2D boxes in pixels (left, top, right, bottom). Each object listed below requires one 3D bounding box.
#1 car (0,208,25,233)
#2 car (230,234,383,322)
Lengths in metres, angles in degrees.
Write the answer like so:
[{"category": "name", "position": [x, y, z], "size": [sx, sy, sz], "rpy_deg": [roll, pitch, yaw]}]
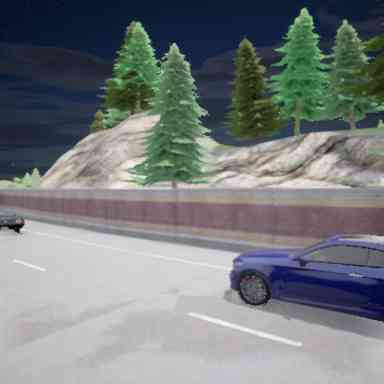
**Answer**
[{"category": "car", "position": [-10.879, 1.520, 18.095], "size": [4.718, 1.301, 1.895], "rpy_deg": [0, 0, 44]}, {"category": "car", "position": [2.963, 1.534, 6.295], "size": [4.674, 1.442, 1.812], "rpy_deg": [0, 0, 36]}]
